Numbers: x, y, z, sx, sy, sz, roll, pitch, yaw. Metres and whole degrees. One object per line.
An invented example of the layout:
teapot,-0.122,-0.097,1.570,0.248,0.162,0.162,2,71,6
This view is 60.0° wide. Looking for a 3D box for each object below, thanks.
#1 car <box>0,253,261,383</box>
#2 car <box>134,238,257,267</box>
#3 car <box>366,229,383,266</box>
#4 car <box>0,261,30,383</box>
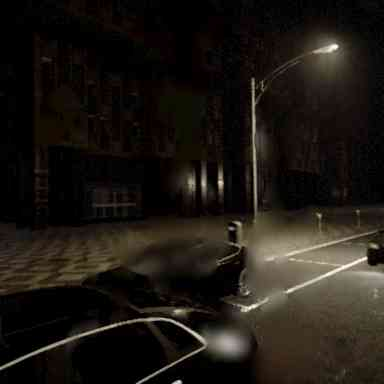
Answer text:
car,-1.411,1.587,2.188,1.837,1.490,4.892,-2,-2,44
car,-0.268,1.738,7.175,1.947,1.339,4.313,-2,-2,44
car,7.393,1.693,11.103,1.994,1.385,4.181,-2,-2,44
car,-4.229,1.694,3.107,1.887,1.381,4.507,-2,-2,44
